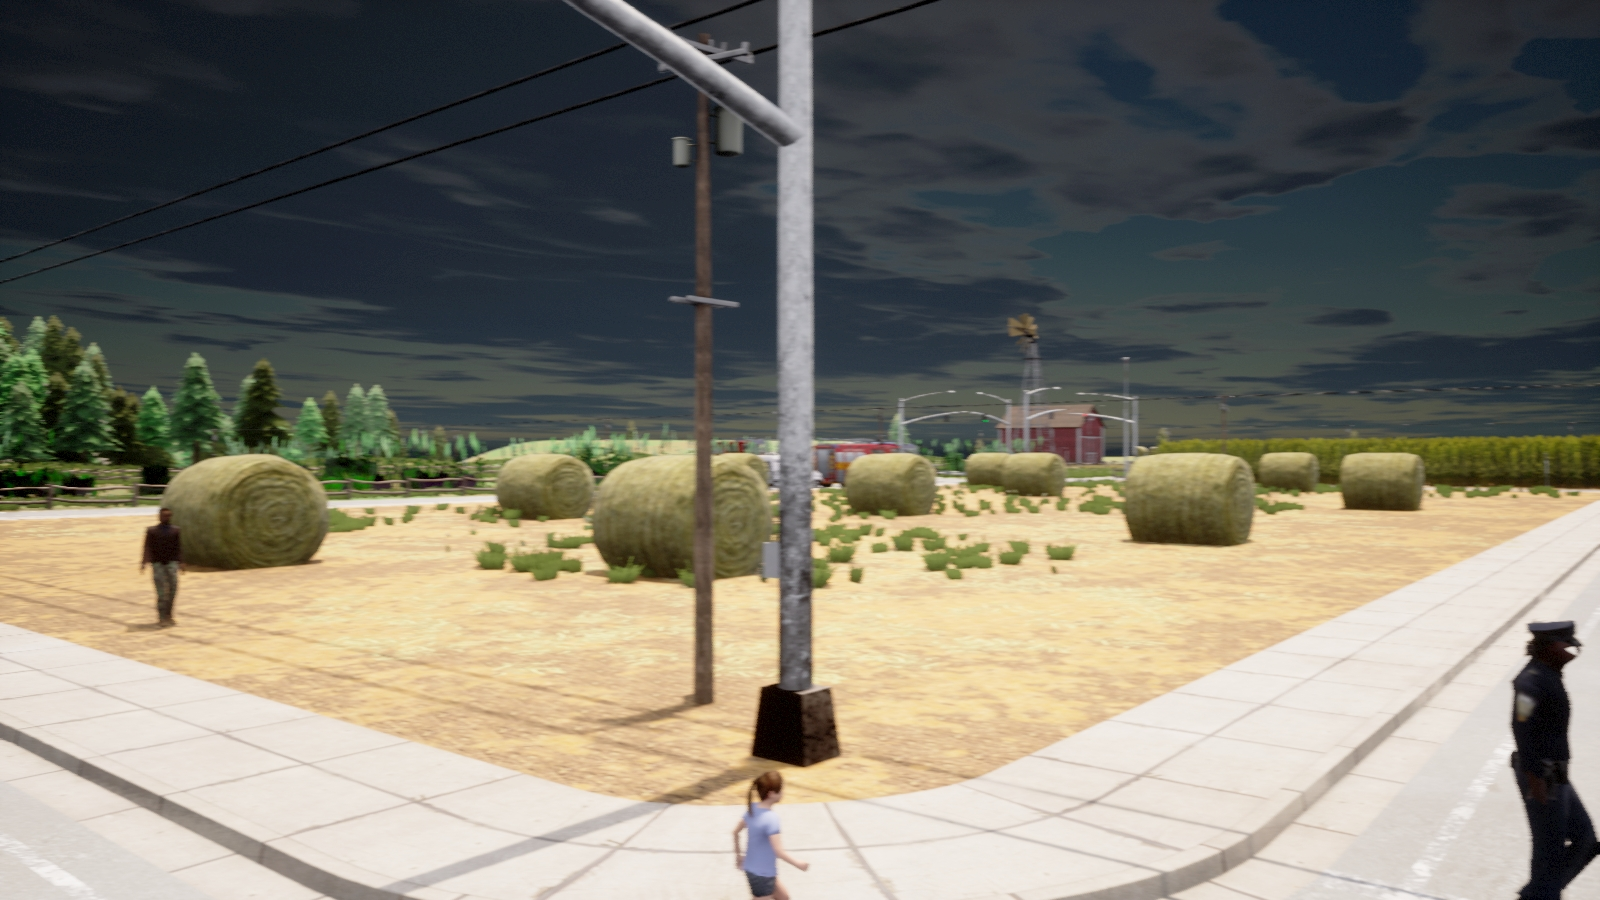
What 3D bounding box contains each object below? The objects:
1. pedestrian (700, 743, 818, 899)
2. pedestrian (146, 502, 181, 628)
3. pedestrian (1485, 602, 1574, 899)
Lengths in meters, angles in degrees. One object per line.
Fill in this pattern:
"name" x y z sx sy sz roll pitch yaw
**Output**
"pedestrian" -0.229 2.226 6.206 0.500 1.100 0.500 0 0 -22
"pedestrian" -9.618 1.727 17.274 0.375 1.860 0.375 0 0 -45
"pedestrian" 4.154 1.833 6.503 0.375 1.860 0.375 0 0 41
